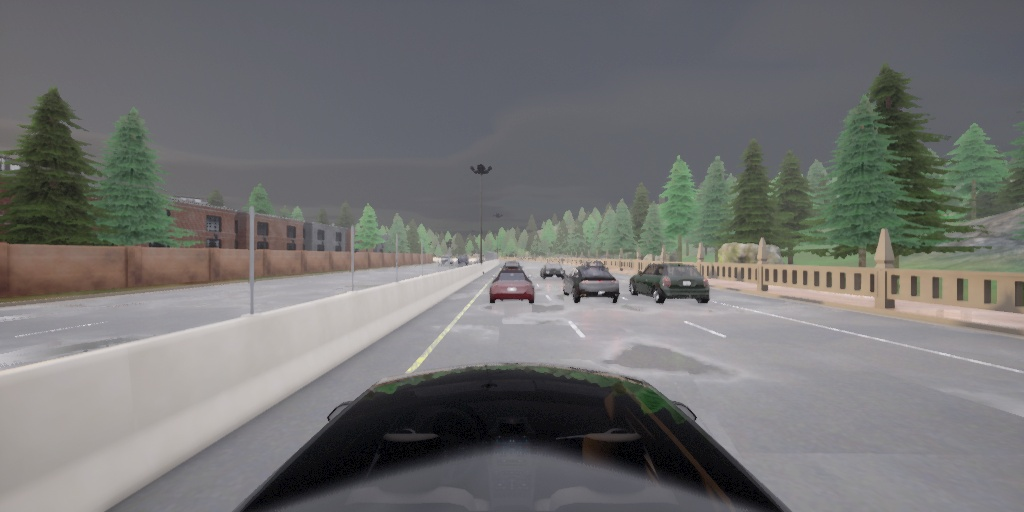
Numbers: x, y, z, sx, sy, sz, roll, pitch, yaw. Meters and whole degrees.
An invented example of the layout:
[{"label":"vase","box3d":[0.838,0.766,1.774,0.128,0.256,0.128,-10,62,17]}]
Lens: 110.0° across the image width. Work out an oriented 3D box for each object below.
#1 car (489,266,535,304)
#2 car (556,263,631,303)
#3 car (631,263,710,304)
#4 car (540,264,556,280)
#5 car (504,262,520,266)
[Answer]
[{"label":"car","box3d":[0.000,1.320,16.500,1.994,1.385,4.181,0,0,0]},{"label":"car","box3d":[3.500,1.242,16.500,2.128,1.511,4.902,0,0,0]},{"label":"car","box3d":[7.000,1.113,16.470,2.097,1.767,4.553,0,0,0]},{"label":"car","box3d":[3.500,1.364,31.530,1.895,1.301,4.718,0,0,0]},{"label":"car","box3d":[0.000,1.264,31.500,1.837,1.490,4.892,0,0,0]}]
